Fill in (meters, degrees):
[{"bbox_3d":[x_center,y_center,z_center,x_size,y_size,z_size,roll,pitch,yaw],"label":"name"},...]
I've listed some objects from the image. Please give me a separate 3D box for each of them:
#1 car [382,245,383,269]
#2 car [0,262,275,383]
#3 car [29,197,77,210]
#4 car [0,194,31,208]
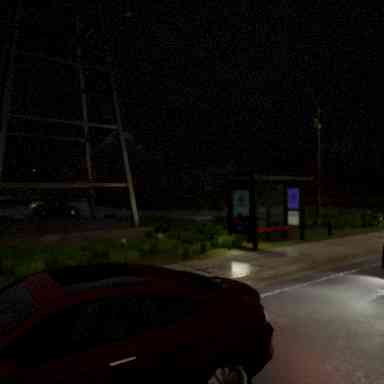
[{"bbox_3d":[7.152,1.274,9.048,4.553,1.767,2.097,0,0,-35],"label":"car"},{"bbox_3d":[-1.238,1.520,3.233,4.674,1.442,1.812,0,0,-32],"label":"car"},{"bbox_3d":[-12.390,1.467,30.404,3.905,1.438,1.784,-1,0,-36],"label":"car"},{"bbox_3d":[-25.807,1.260,48.441,4.605,1.855,1.932,-1,0,-36],"label":"car"}]
